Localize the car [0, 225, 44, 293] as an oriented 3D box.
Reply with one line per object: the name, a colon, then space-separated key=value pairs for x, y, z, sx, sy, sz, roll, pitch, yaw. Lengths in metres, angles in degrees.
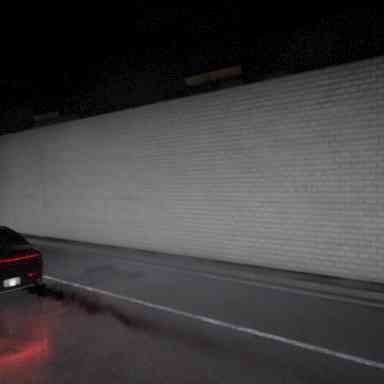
car: x=-5.470 y=1.506 z=7.890 sx=4.892 sy=1.490 sz=1.837 roll=0 pitch=0 yaw=35
